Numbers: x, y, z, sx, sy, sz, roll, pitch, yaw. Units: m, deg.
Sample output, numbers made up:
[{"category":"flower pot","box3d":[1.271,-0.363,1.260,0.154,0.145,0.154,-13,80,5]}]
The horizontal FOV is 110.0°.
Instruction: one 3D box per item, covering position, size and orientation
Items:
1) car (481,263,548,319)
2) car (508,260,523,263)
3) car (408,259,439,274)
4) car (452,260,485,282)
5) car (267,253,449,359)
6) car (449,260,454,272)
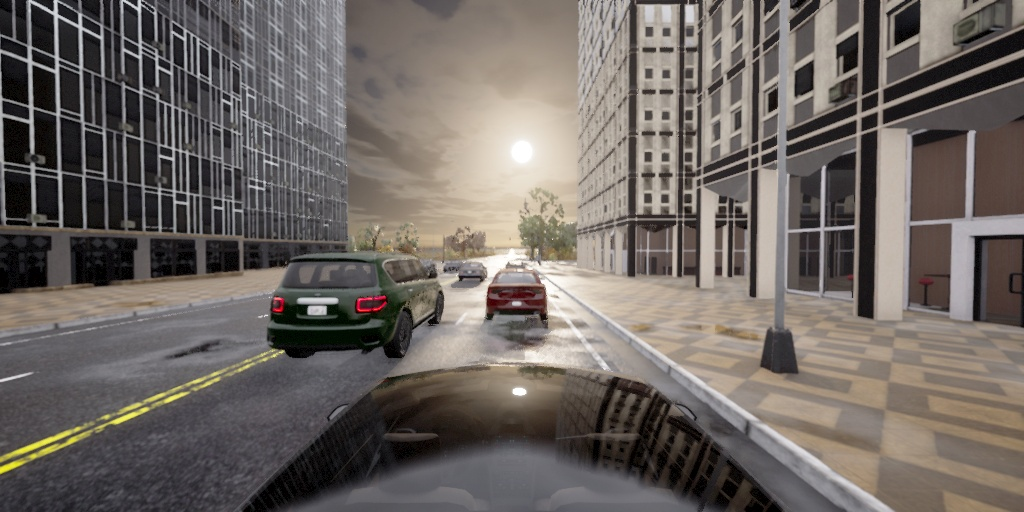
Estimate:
[{"category":"car","box3d":[0.160,1.182,12.668,1.882,1.535,5.008,0,0,1]},{"category":"car","box3d":[0.312,1.110,32.663,2.128,1.511,4.902,0,0,0]},{"category":"car","box3d":[-9.578,1.077,39.336,2.128,1.511,4.902,0,0,0]},{"category":"car","box3d":[-2.977,1.187,27.951,2.033,1.411,5.357,0,0,1]},{"category":"car","box3d":[-3.133,0.946,8.471,2.150,2.045,5.566,0,1,0]},{"category":"car","box3d":[-6.326,1.149,39.604,1.994,1.385,4.181,0,0,0]}]
